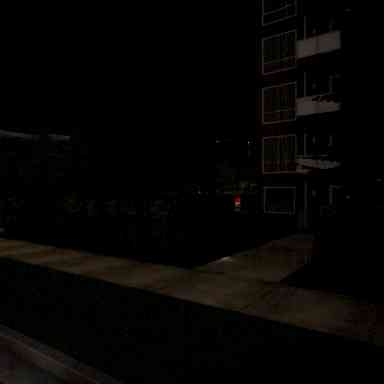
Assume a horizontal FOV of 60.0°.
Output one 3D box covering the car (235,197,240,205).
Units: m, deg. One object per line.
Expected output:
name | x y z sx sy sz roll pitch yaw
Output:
car | 9.302 1.470 58.069 1.882 1.535 5.008 0 0 36

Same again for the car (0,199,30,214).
car | -19.971 1.515 35.415 1.812 1.442 4.674 0 0 36

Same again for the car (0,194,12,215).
car | -16.381 1.213 28.401 2.150 2.045 5.566 0 0 36
